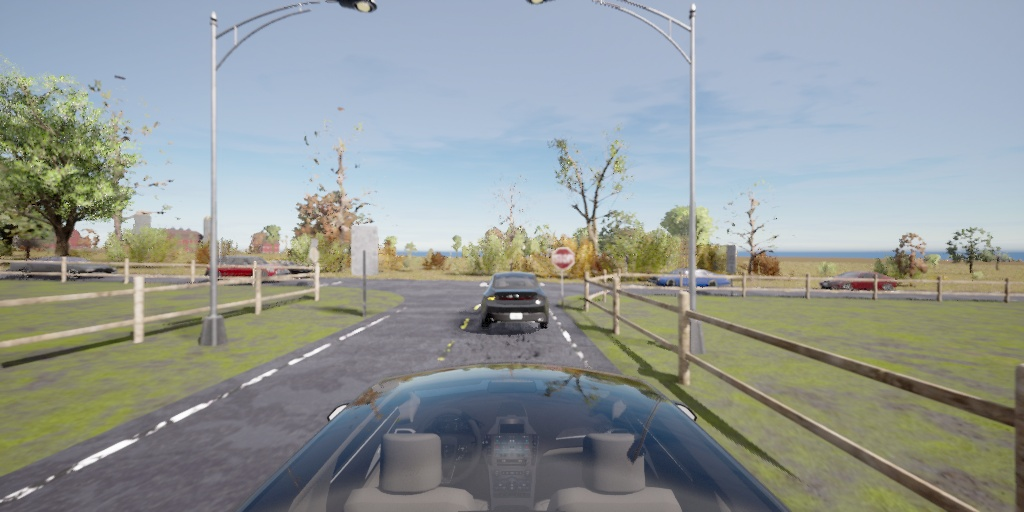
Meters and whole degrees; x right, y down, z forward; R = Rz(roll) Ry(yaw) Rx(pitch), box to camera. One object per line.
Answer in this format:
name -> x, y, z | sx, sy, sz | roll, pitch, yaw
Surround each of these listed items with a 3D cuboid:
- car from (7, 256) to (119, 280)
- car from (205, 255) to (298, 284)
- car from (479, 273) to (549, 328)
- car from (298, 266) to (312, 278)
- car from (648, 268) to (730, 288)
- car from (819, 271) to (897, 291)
car -> -29.020, 0.731, 23.242 | 5.357, 1.411, 2.033 | 1, 1, 0
car -> -16.973, 0.797, 23.232 | 4.553, 1.767, 2.097 | 1, 1, 0
car -> 0.029, 1.260, 11.376 | 1.837, 1.490, 4.892 | 0, 0, -2
car -> -17.495, 0.998, 26.269 | 4.718, 1.301, 1.895 | 1, 1, -1
car -> 12.816, 1.598, 26.127 | 5.357, 1.411, 2.033 | 1, 1, -1
car -> 25.146, 1.839, 26.121 | 4.674, 1.442, 1.812 | 1, 1, 0
